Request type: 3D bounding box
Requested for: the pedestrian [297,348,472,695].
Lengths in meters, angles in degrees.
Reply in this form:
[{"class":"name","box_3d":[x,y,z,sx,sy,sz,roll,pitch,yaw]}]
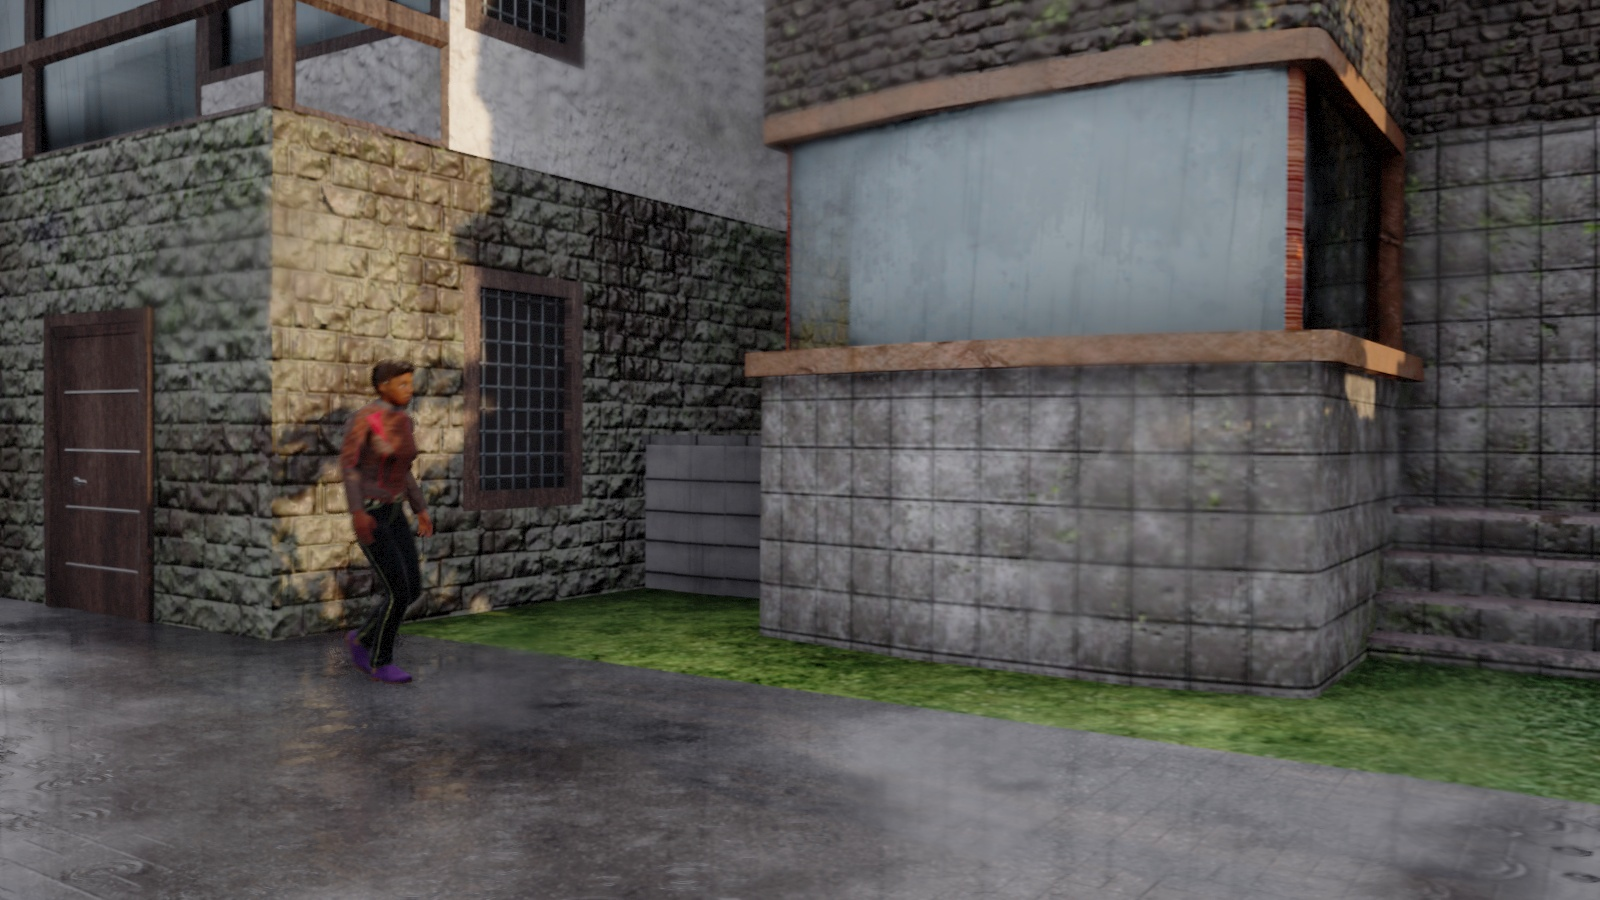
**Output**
[{"class":"pedestrian","box_3d":[-2.263,0.374,6.845,0.869,1.805,0.328,0,1,21]}]
